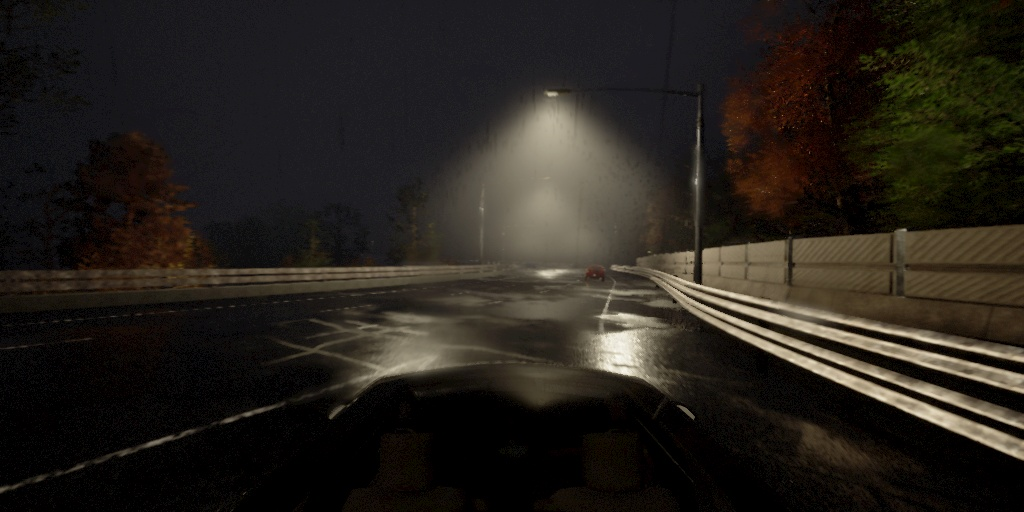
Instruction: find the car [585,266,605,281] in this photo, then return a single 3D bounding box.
[{"bbox_3d":[8.737,1.760,37.695,1.882,1.535,5.008,2,-1,14],"label":"car"}]
